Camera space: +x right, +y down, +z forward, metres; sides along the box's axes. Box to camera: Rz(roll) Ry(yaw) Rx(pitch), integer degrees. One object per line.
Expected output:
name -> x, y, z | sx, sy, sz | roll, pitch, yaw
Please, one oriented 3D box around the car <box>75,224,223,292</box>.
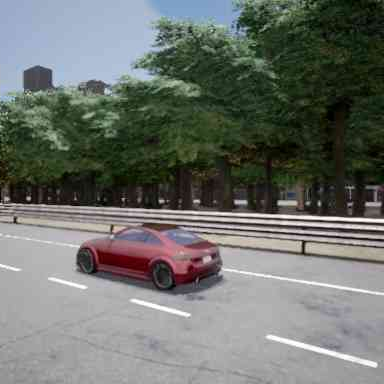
car -> -1.270, 1.566, 9.075 | 4.181, 1.385, 1.994 | 0, 0, 36
